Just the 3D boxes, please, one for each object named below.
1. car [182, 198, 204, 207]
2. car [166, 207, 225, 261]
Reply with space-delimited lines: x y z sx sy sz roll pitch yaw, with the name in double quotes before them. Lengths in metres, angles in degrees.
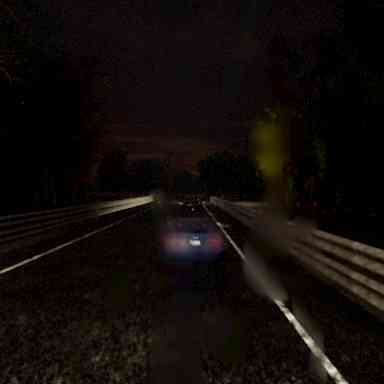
"car" 0.101 1.351 32.553 2.128 1.511 4.902 0 0 0
"car" 0.100 1.496 12.039 2.033 1.411 5.357 0 0 0
